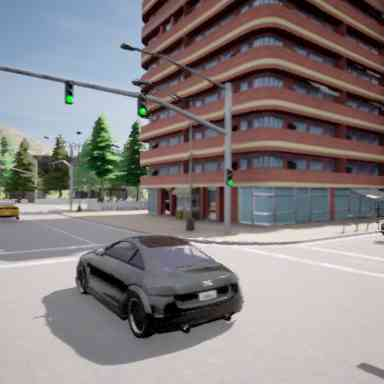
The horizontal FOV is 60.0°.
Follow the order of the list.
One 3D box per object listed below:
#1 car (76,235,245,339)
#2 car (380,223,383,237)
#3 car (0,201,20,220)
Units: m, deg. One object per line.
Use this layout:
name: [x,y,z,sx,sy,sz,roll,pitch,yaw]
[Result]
car: [-0.901,1.584,6.814,1.994,1.385,4.181,0,0,-35]
car: [11.173,1.718,16.256,4.718,1.301,1.895,0,0,-35]
car: [-15.836,1.510,28.001,1.882,1.535,5.008,0,0,-35]
